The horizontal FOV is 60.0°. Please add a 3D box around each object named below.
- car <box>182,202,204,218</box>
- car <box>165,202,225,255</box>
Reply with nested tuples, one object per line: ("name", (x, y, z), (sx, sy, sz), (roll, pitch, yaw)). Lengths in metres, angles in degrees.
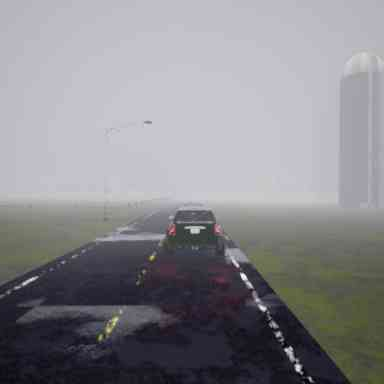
("car", (0.112, 1.639, 31.488), (1.895, 1.301, 4.718), (0, 0, 0))
("car", (0.105, 1.364, 13.540), (2.097, 1.767, 4.553), (0, 0, 0))
